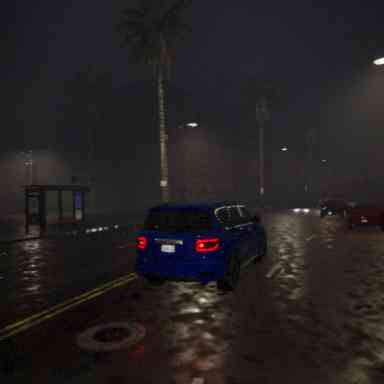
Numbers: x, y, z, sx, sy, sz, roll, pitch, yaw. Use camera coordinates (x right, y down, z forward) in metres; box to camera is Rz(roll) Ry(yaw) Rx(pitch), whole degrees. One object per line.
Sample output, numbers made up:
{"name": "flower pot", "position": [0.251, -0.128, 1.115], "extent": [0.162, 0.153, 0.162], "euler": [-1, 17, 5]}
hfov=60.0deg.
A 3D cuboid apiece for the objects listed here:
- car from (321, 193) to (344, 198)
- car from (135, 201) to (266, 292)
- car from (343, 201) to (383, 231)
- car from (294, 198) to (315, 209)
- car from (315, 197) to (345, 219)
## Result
{"name": "car", "position": [17.831, 1.121, 42.242], "extent": [2.150, 2.045, 5.566], "euler": [-1, -1, 36]}
{"name": "car", "position": [0.576, 1.266, 9.412], "extent": [2.150, 2.045, 5.566], "euler": [-1, 0, 24]}
{"name": "car", "position": [10.753, 1.382, 20.145], "extent": [1.882, 1.535, 5.008], "euler": [-1, 0, 34]}
{"name": "car", "position": [15.207, 1.525, 44.569], "extent": [1.994, 1.385, 4.181], "euler": [-1, 0, 36]}
{"name": "car", "position": [12.438, 1.426, 28.606], "extent": [1.837, 1.490, 4.892], "euler": [-1, -1, 36]}
